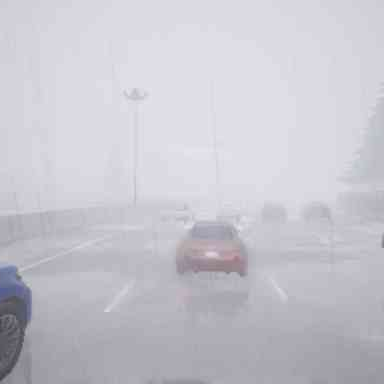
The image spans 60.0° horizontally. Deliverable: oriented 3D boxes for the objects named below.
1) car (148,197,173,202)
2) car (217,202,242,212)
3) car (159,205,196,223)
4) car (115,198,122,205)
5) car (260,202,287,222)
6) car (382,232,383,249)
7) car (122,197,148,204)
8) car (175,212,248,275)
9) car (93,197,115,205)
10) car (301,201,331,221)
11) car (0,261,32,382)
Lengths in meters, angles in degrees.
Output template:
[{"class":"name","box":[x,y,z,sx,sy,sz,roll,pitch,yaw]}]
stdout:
[{"class":"car","box":[-4.471,1.465,52.156,2.128,1.511,4.902,0,0,21]},{"class":"car","box":[3.142,1.531,27.636,1.812,1.442,4.674,0,0,12]},{"class":"car","box":[-0.945,1.592,25.067,1.895,1.301,4.718,0,0,10]},{"class":"car","box":[-10.434,1.552,56.243,1.895,1.301,4.718,0,0,21]},{"class":"car","box":[6.504,1.508,26.575,2.128,1.511,4.902,0,0,11]},{"class":"car","box":[3.739,1.363,2.664,2.097,1.767,4.553,0,0,1]},{"class":"car","box":[-8.303,1.507,52.001,2.033,1.411,5.357,0,0,20]},{"class":"car","box":[0.658,1.564,10.483,1.994,1.385,4.181,0,0,5]},{"class":"car","box":[-14.264,1.486,55.927,2.033,1.411,5.357,0,0,21]},{"class":"car","box":[10.427,1.508,28.157,1.882,1.535,5.008,0,0,12]},{"class":"car","box":[-3.309,1.209,2.220,2.150,2.045,5.566,0,0,1]}]
